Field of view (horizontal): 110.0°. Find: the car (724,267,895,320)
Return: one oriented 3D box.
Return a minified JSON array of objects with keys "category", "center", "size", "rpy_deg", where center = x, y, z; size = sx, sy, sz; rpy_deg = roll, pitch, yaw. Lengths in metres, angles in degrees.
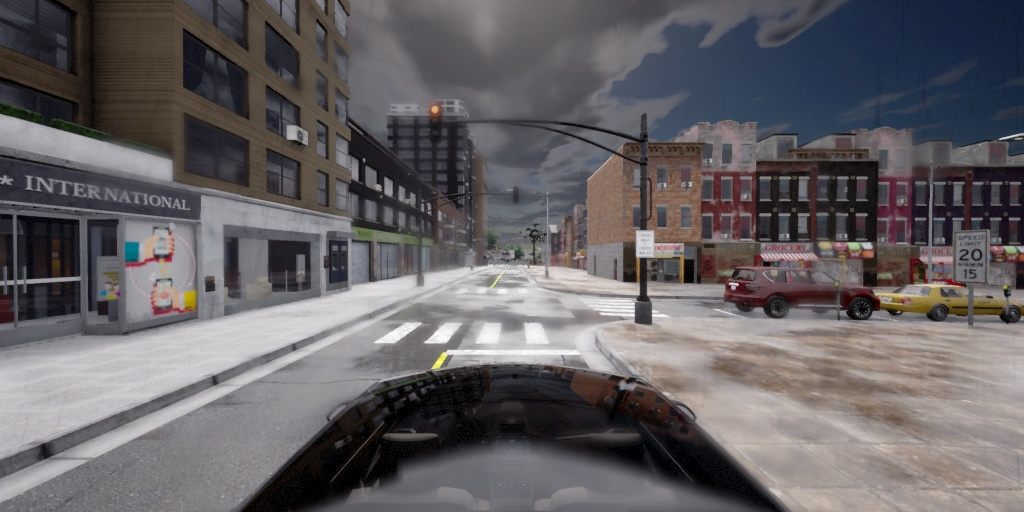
[{"category":"car","center":[10.831,1.346,13.677],"size":[5.009,1.841,2.192],"rpy_deg":[0,0,0]}]

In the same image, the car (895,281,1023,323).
[{"category":"car","center":[16.546,1.659,13.649],"size":[4.829,1.417,1.751],"rpy_deg":[0,0,0]}]
